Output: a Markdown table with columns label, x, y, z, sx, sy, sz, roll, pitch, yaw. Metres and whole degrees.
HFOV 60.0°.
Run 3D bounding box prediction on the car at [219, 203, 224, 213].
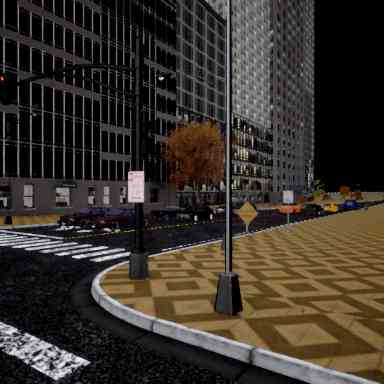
| label | x | y | z | sx | sy | sz | roll | pitch | yaw |
| --- | --- | --- | --- | --- | --- | --- | --- | --- | --- |
| car | 4.853 | 2.225 | 44.734 | 2.128 | 1.511 | 4.902 | 0 | -1 | 33 |

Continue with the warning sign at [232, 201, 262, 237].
| label | x | y | z | sx | sy | sz | roll | pitch | yaw |
| --- | --- | --- | --- | --- | --- | --- | --- | --- | --- |
| warning sign | 3.095 | 1.454 | 18.576 | 1.300 | 1.860 | 1.060 | 1 | 1 | 33 |

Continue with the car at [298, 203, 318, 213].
| label | x | y | z | sx | sy | sz | roll | pitch | yaw |
| --- | --- | --- | --- | --- | --- | --- | --- | --- | --- |
| car | 19.143 | 2.576 | 54.746 | 2.033 | 1.411 | 5.357 | 0 | -1 | 33 |

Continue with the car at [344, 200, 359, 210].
| label | x | y | z | sx | sy | sz | roll | pitch | yaw |
| --- | --- | --- | --- | --- | --- | --- | --- | --- | --- |
| car | 31.476 | 2.536 | 65.773 | 2.150 | 2.045 | 5.566 | 0 | -1 | 33 |

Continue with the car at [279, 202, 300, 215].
| label | x | y | z | sx | sy | sz | roll | pitch | yaw |
| --- | --- | --- | --- | --- | --- | --- | --- | --- | --- |
| car | 13.738 | 2.203 | 46.277 | 2.097 | 1.767 | 4.553 | 0 | -1 | 33 |

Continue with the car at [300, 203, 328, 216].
| label | x | y | z | sx | sy | sz | roll | pitch | yaw |
| --- | --- | --- | --- | --- | --- | --- | --- | --- | --- |
| car | 16.275 | 2.353 | 44.221 | 1.837 | 1.490 | 4.892 | 0 | -1 | 33 |

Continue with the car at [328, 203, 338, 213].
| label | x | y | z | sx | sy | sz | roll | pitch | yaw |
| --- | --- | --- | --- | --- | --- | --- | --- | --- | --- |
| car | 21.875 | 2.510 | 52.986 | 1.882 | 1.535 | 5.008 | 0 | -1 | 33 |

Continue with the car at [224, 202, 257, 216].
| label | x | y | z | sx | sy | sz | roll | pitch | yaw |
| --- | --- | --- | --- | --- | --- | --- | --- | --- | --- |
| car | 6.292 | 2.048 | 40.977 | 2.097 | 1.767 | 4.553 | 0 | -1 | 33 |

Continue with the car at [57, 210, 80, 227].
| label | x | y | z | sx | sy | sz | roll | pitch | yaw |
| --- | --- | --- | --- | --- | --- | --- | --- | --- | --- |
| car | -7.551 | 1.873 | 25.533 | 2.033 | 1.411 | 5.357 | 0 | -1 | 33 |

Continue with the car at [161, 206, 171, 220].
| label | x | y | z | sx | sy | sz | roll | pitch | yaw |
| --- | --- | --- | --- | --- | --- | --- | --- | --- | --- |
| car | -2.351 | 2.098 | 33.594 | 1.895 | 1.301 | 4.718 | 0 | -1 | 33 |

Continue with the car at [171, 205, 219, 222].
| label | x | y | z | sx | sy | sz | roll | pitch | yaw |
| --- | --- | --- | --- | --- | --- | --- | --- | --- | --- |
| car | 0.381 | 2.006 | 31.834 | 1.837 | 1.490 | 4.892 | 0 | -1 | 33 |

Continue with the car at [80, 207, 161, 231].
| label | x | y | z | sx | sy | sz | roll | pitch | yaw |
| --- | --- | --- | --- | --- | --- | --- | --- | --- | --- |
| car | -4.899 | 1.874 | 23.649 | 2.033 | 1.411 | 5.357 | 0 | -1 | 33 |
